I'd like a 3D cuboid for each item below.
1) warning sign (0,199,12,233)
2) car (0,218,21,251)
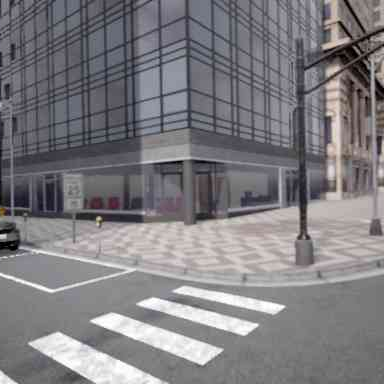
[{"bbox_3d":[-10.877,1.317,18.378,1.060,1.860,1.300,-1,0,39],"label":"warning sign"},{"bbox_3d":[-8.655,1.728,13.658,4.313,1.339,1.947,-1,0,39],"label":"car"}]
